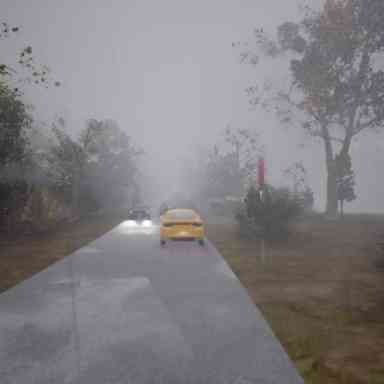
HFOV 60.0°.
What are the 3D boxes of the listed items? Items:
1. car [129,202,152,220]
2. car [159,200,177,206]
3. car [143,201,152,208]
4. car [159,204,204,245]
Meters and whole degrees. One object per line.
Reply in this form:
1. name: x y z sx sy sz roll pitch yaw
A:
1. car: -4.830 1.857 31.232 1.895 1.301 4.718 0 -1 -6
2. car: -2.501 1.695 36.643 2.097 1.767 4.553 0 -1 -7
3. car: -9.568 2.742 71.749 1.994 1.385 4.181 0 -2 -7
4. car: -0.534 1.565 16.192 1.882 1.535 5.008 0 -1 -4
